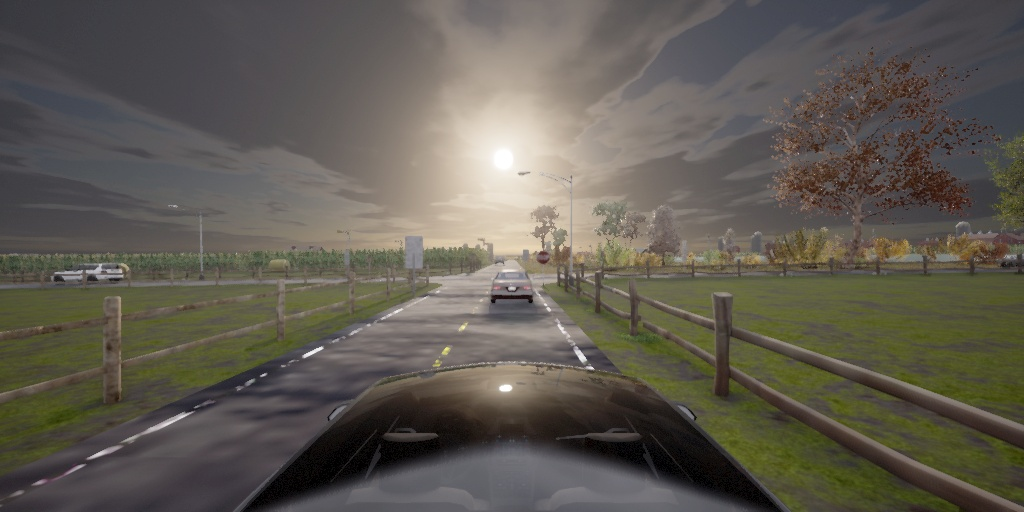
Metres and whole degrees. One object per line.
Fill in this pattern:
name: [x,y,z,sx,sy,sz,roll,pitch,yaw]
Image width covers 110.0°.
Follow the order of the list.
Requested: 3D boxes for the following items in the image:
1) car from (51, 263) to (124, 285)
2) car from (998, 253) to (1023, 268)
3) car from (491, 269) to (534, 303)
car: [-42.040,1.787,35.620,5.566,2.045,2.150,-1,0,1]
car: [49.280,0.450,33.886,4.892,1.490,1.837,-1,0,1]
car: [0.000,1.315,16.500,2.033,1.411,5.357,0,0,0]
